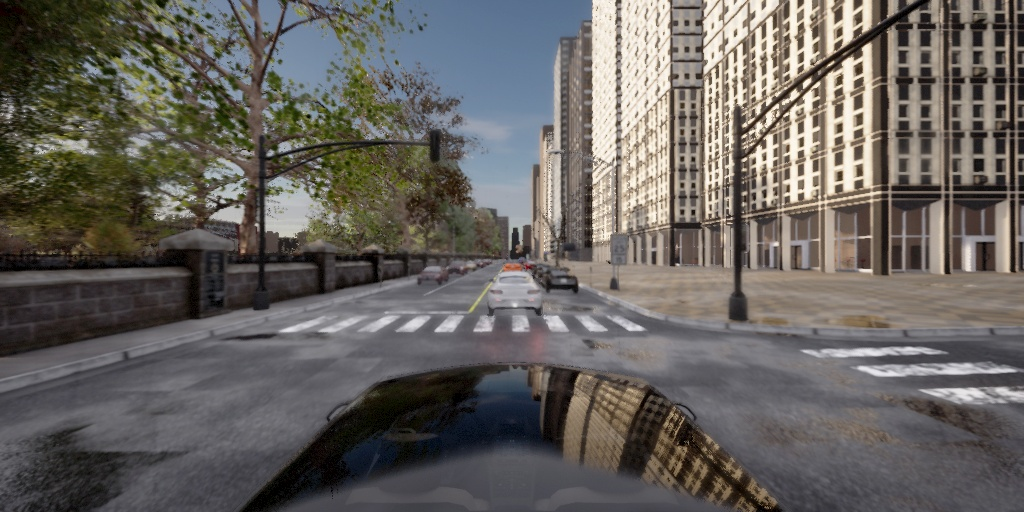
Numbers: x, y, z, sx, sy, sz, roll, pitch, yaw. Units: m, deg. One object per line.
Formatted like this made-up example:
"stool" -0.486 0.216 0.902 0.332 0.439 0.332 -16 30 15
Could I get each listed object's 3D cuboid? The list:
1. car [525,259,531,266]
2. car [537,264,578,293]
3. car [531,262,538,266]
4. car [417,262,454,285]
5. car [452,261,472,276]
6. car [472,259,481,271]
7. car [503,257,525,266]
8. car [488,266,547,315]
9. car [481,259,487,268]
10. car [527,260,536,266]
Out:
"car" 2.669 1.329 48.822 1.888 1.381 4.507 0 0 0
"car" 2.680 1.325 20.659 1.948 1.339 4.313 0 0 0
"car" 2.678 1.328 26.292 1.948 1.339 4.313 0 0 0
"car" -5.702 1.344 26.288 1.802 1.307 4.207 0 0 0
"car" -5.707 1.211 37.553 1.967 1.591 4.097 0 0 0
"car" -5.711 1.309 48.648 1.751 1.417 4.829 0 0 0
"car" 0.084 1.126 40.036 2.097 1.767 4.553 0 0 0
"car" 0.096 1.281 13.472 1.812 1.442 4.674 0 0 0
"car" -5.716 1.239 60.081 1.967 1.591 4.097 0 0 0
"car" 2.676 1.333 31.924 1.948 1.339 4.313 0 0 0
